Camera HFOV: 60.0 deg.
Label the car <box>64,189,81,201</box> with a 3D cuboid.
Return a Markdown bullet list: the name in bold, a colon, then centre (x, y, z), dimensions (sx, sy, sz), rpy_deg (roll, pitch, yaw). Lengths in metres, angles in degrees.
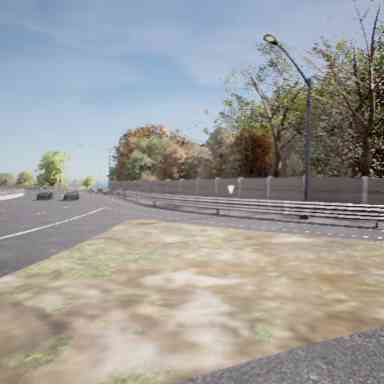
- **car**: centre (-16.577, 0.383, 45.998), dimensions (2.128, 1.511, 4.902), rpy_deg (1, 1, -15)

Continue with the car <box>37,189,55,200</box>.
- **car**: centre (-20.201, 0.307, 46.067), dimensions (2.128, 1.511, 4.902), rpy_deg (1, 1, -15)
